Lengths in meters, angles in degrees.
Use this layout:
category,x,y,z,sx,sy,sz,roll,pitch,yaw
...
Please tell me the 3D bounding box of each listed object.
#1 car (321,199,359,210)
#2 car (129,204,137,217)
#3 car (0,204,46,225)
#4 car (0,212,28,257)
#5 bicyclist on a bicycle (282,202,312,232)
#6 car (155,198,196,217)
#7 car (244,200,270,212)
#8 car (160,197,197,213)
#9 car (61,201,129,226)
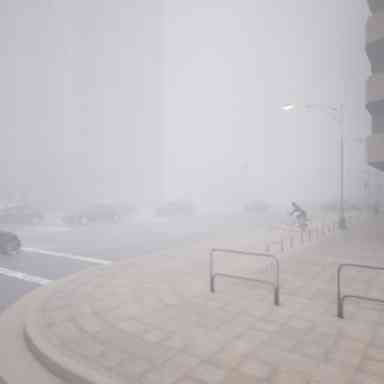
category,x,y,z,sx,sy,sz,roll,pitch,yaw
car,19.463,1.627,43.810,4.674,1.442,1.812,0,-1,-2
car,-7.340,1.602,31.002,1.882,1.535,5.008,0,0,35
car,-12.758,1.625,23.226,1.837,1.490,4.892,0,0,36
car,-7.357,1.608,10.520,1.812,1.442,4.674,-1,0,0
bicyclist on a bicycle,5.781,1.380,18.371,1.656,1.620,0.582,0,0,35
car,-1.656,1.623,33.043,1.837,1.490,4.892,0,0,35
car,7.991,1.679,40.531,1.994,1.385,4.181,0,0,34
car,-1.527,1.482,39.333,2.097,1.767,4.553,0,0,35
car,-7.351,1.618,24.840,1.837,1.490,4.892,0,0,35
